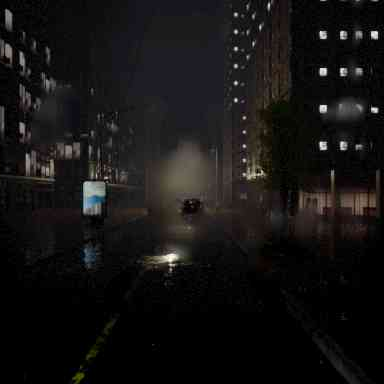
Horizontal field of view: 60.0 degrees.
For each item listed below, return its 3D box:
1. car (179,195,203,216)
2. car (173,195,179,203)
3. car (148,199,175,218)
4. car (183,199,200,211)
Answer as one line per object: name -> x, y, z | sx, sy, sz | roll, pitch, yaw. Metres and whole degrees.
car -> 0.038, 1.394, 32.984 | 2.097, 1.767, 4.553 | 0, 0, 0
car -> -2.851, 1.484, 70.880 | 2.097, 1.767, 4.553 | 0, 0, 0
car -> -2.893, 1.602, 30.674 | 1.994, 1.385, 4.181 | 0, 0, 0
car -> -0.006, 1.605, 43.213 | 2.033, 1.411, 5.357 | 0, 0, 0
